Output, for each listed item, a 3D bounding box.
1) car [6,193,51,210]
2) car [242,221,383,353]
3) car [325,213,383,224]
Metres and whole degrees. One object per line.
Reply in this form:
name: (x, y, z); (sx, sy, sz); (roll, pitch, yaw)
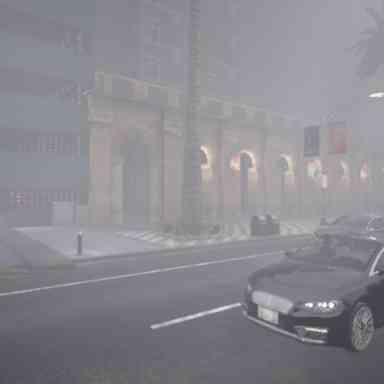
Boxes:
car: (-13.328, 1.087, 24.923); (5.566, 2.045, 2.435); (1, 0, -37)
car: (3.071, 1.556, 6.324); (4.902, 1.511, 2.128); (1, 0, -37)
car: (6.790, 1.648, 13.480); (4.892, 1.490, 1.837); (1, -1, -37)
